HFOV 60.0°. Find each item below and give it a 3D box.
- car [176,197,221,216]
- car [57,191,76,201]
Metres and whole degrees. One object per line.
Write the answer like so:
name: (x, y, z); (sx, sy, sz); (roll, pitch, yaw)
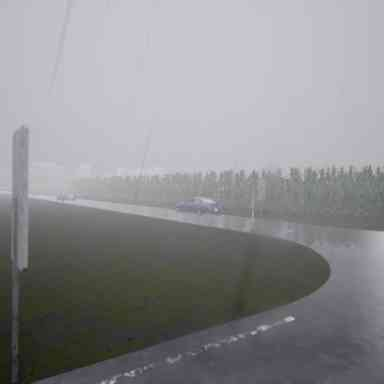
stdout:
car: (0.517, 1.168, 27.563); (1.812, 1.442, 4.674); (1, 1, -35)
car: (-18.863, 0.594, 49.829); (2.128, 1.511, 4.902); (1, 1, -36)
